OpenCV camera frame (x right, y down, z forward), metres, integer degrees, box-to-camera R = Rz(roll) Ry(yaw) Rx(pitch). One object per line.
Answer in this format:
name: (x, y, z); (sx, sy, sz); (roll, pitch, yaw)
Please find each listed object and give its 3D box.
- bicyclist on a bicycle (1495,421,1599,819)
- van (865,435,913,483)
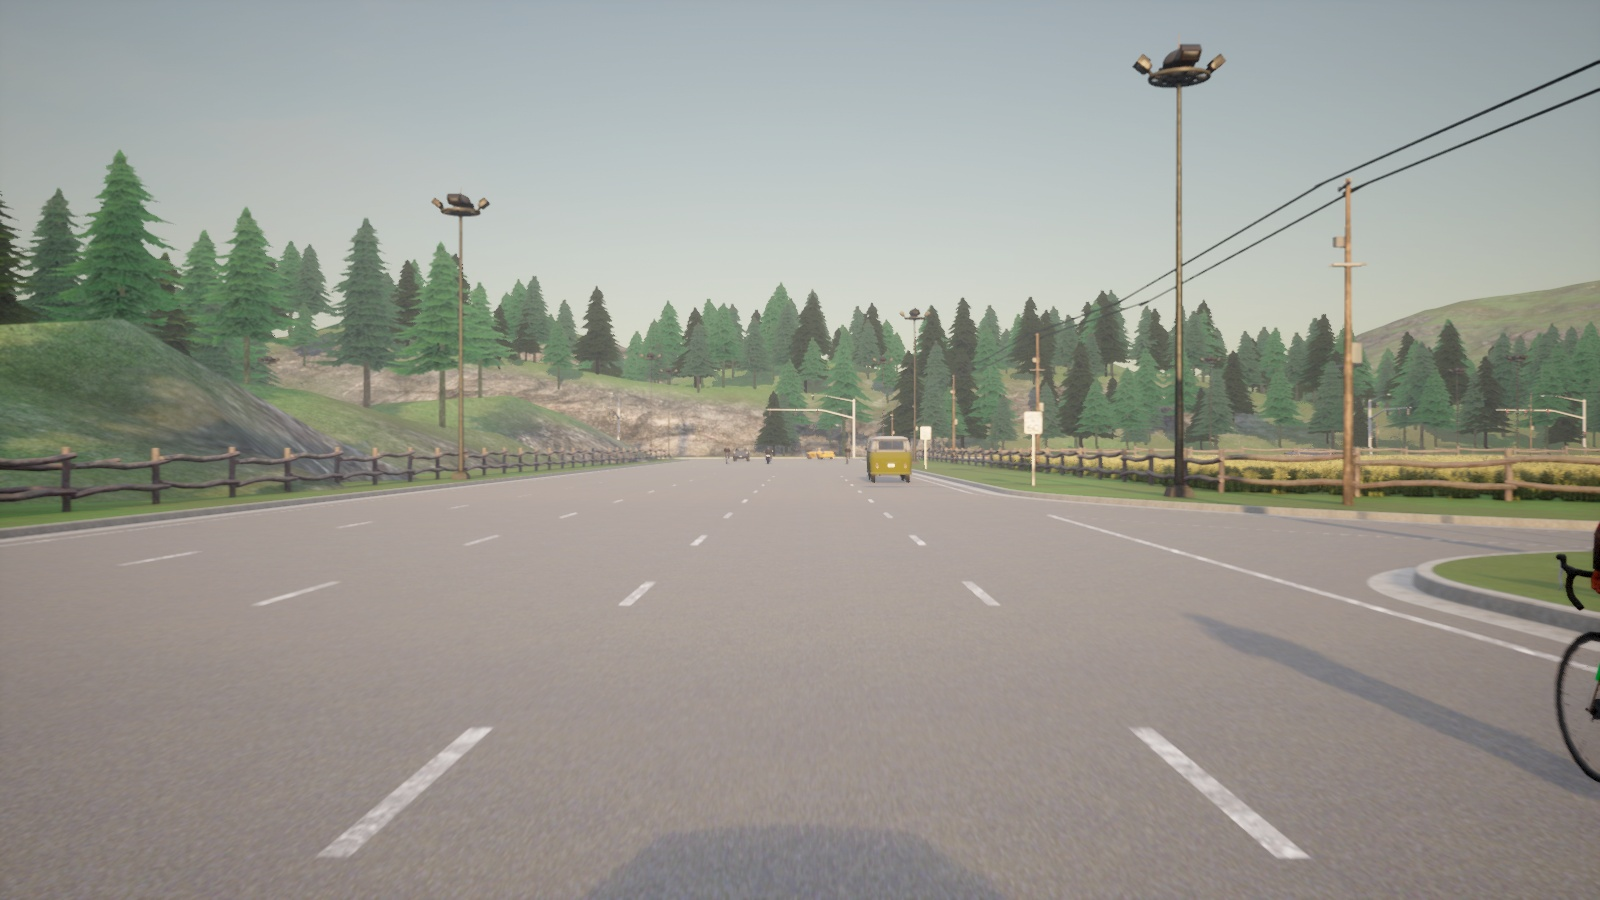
bicyclist on a bicycle: (3.544, 0.692, 5.051); (0.582, 1.620, 1.656); (0, 0, 0)
van: (3.830, 0.382, 54.735); (1.775, 1.987, 4.442); (0, 0, 0)
